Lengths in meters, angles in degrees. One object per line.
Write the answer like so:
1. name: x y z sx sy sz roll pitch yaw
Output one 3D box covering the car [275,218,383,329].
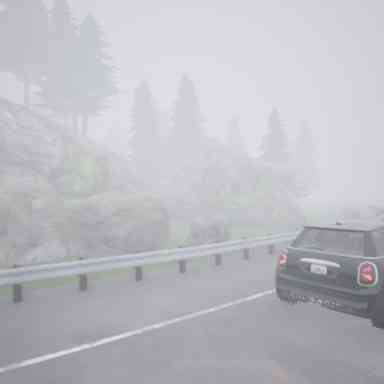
1. car: 3.830 1.372 7.214 4.553 1.767 2.097 0 0 -41
